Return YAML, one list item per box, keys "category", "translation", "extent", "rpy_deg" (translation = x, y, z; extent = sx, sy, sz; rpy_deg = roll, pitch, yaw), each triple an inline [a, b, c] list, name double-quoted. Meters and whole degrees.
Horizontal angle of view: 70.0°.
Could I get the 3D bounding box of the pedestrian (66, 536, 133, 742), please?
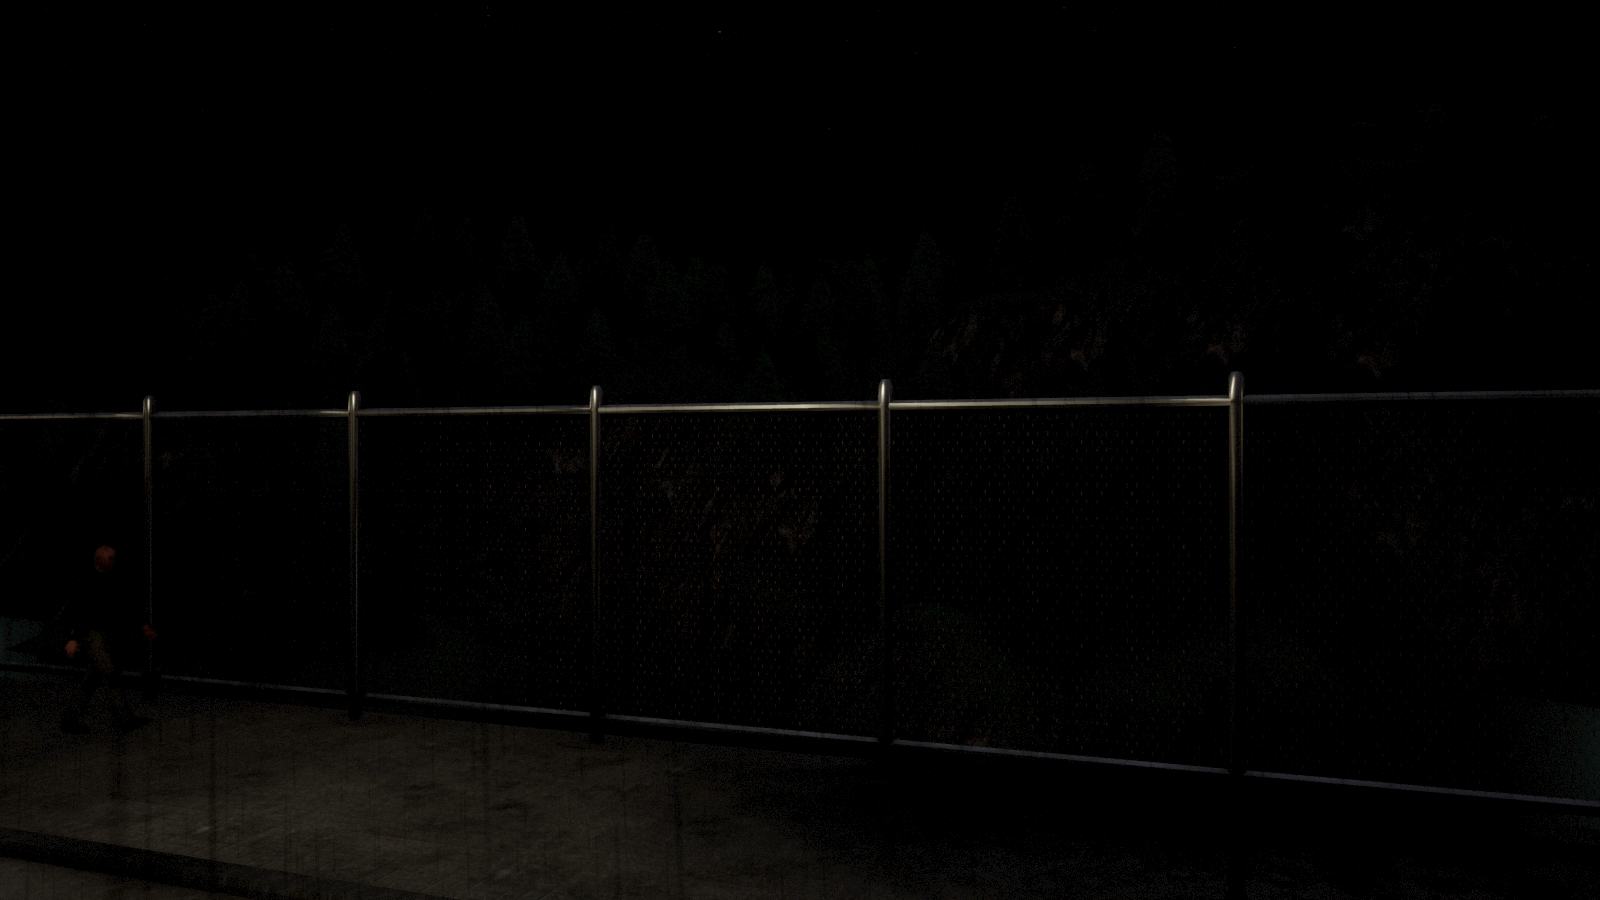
- category: "pedestrian"
  translation: [-6.555, 1.748, 10.696]
  extent: [0.375, 1.860, 0.375]
  rpy_deg: [0, 0, 12]
